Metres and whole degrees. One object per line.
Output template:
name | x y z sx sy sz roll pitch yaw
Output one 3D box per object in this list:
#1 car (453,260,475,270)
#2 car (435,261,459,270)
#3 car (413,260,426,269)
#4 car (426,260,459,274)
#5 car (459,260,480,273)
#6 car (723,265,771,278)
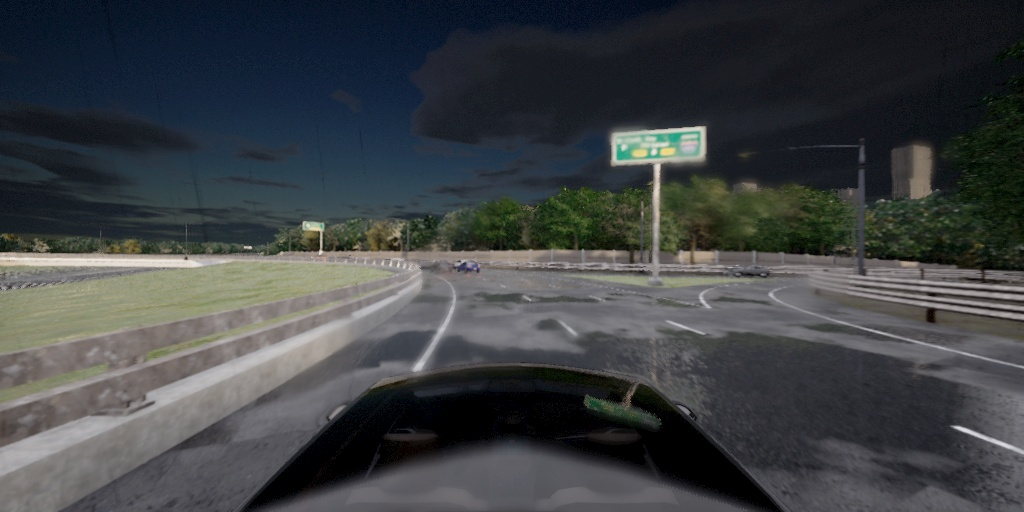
car | -7.673 1.371 56.863 1.812 1.442 4.674 1 0 -31
car | -9.796 1.406 53.592 1.895 1.301 4.718 1 0 -32
car | -12.968 1.321 52.078 1.994 1.385 4.181 1 0 -32
car | -8.386 1.277 42.894 2.128 1.511 4.902 1 0 -26
car | -5.379 1.358 44.714 1.812 1.442 4.674 1 0 -26
car | 27.047 1.762 41.393 4.902 1.511 2.128 1 0 1
